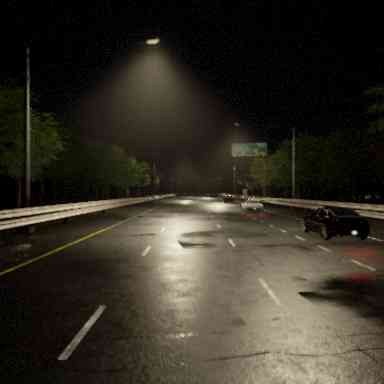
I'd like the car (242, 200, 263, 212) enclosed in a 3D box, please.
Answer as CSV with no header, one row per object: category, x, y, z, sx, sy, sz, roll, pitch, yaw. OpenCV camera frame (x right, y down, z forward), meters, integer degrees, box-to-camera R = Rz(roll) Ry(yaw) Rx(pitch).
car,7.098,1.600,39.614,1.895,1.301,4.718,0,0,0

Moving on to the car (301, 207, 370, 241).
car,7.021,1.510,16.778,1.837,1.490,4.892,0,0,0

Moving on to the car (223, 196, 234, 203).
car,7.249,1.466,67.033,2.128,1.511,4.902,0,0,0
